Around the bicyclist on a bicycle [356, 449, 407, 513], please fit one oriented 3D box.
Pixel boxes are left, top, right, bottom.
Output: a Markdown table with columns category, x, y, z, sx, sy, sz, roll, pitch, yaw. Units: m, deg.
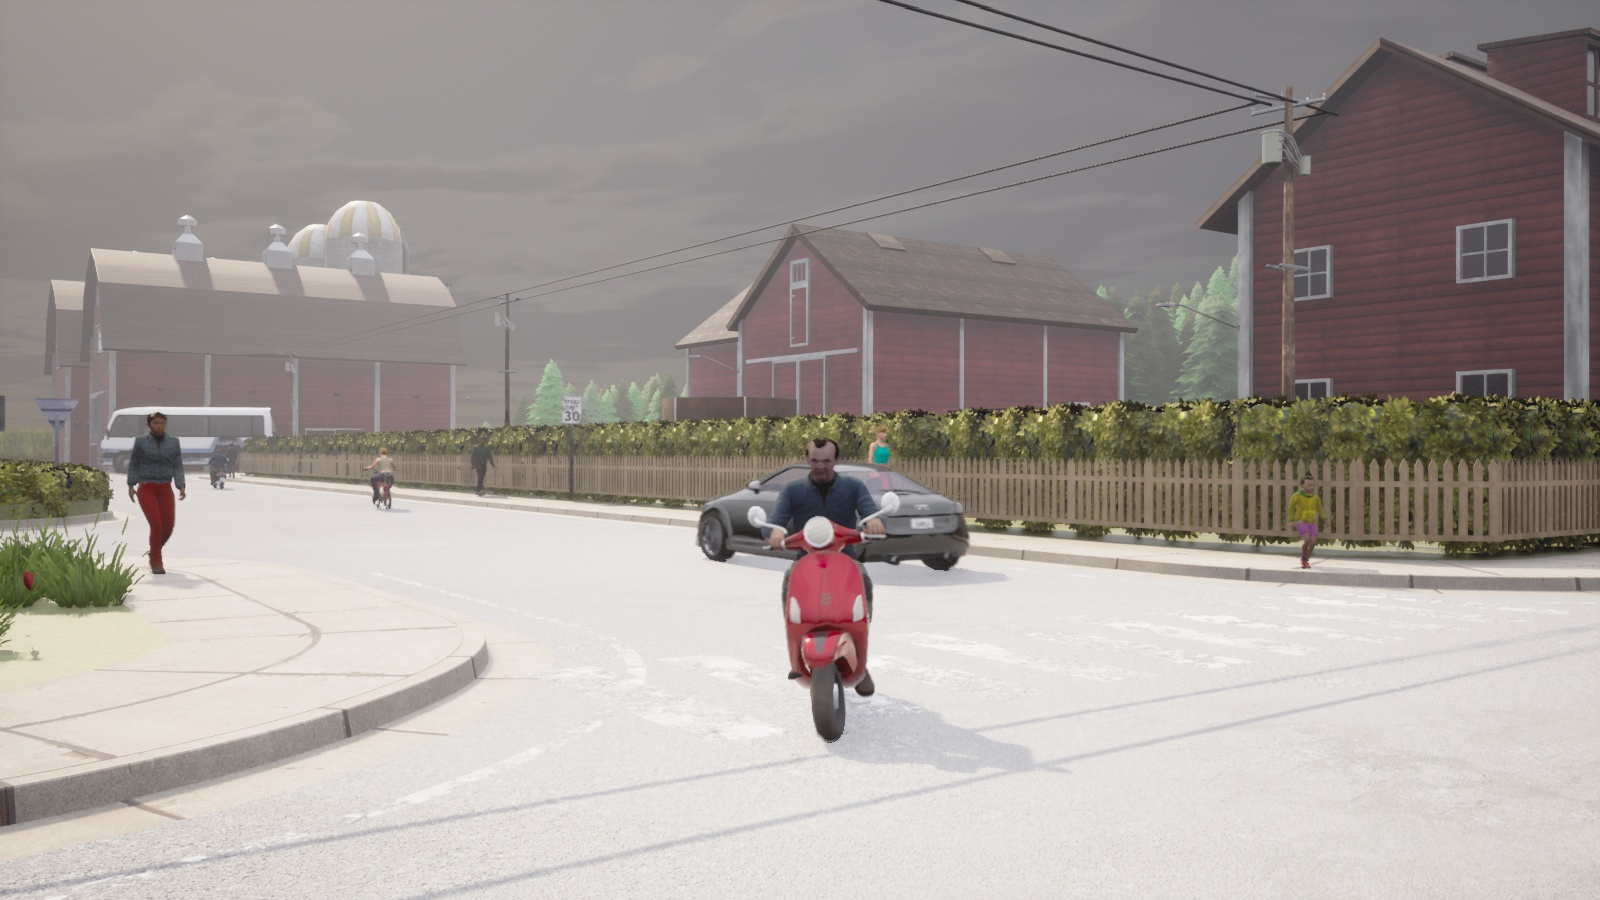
| category | x | y | z | sx | sy | sz | roll | pitch | yaw |
| --- | --- | --- | --- | --- | --- | --- | --- | --- | --- |
| bicyclist on a bicycle | -10.875 | 0.784 | 32.610 | 0.866 | 1.612 | 1.509 | 0 | 0 | -35 |

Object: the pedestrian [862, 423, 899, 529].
| category | x | y | z | sx | sy | sz | roll | pitch | yaw |
| --- | --- | --- | --- | --- | --- | --- | --- | --- | --- |
| pedestrian | 1.422 | 0.451 | 22.128 | 0.345 | 1.836 | 0.594 | 0 | 0 | -37 |

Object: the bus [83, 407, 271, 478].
| category | x | y | z | sx | sy | sz | roll | pitch | yaw |
| --- | --- | --- | --- | --- | --- | --- | --- | --- | --- |
| bus | -39.586 | -0.438 | 80.314 | 10.273 | 4.253 | 3.944 | 0 | -2 | -18 |

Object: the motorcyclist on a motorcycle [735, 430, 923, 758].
| category | x | y | z | sx | sy | sz | roll | pitch | yaw |
| --- | --- | --- | --- | --- | --- | --- | --- | --- | --- |
| motorcyclist on a motorcycle | 0.178 | 0.715 | 7.114 | 0.866 | 1.590 | 1.817 | -2 | 0 | 2 |

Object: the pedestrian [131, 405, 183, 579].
| category | x | y | z | sx | sy | sz | roll | pitch | yaw |
| --- | --- | --- | --- | --- | --- | --- | --- | --- | --- |
| pedestrian | -7.030 | 0.449 | 13.727 | 0.353 | 1.847 | 0.614 | 0 | 0 | -42 |

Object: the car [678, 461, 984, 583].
| category | x | y | z | sx | sy | sz | roll | pitch | yaw |
| --- | --- | --- | --- | --- | --- | --- | --- | --- | --- |
| car | 0.277 | 0.849 | 16.789 | 1.994 | 1.385 | 4.181 | 0 | 0 | -35 |

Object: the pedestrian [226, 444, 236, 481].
| category | x | y | z | sx | sy | sz | roll | pitch | yaw |
| --- | --- | --- | --- | --- | --- | --- | --- | --- | --- |
| pedestrian | -28.522 | 0.614 | 62.960 | 0.353 | 1.847 | 0.614 | 0 | 0 | -36 |

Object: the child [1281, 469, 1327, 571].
| category | x | y | z | sx | sy | sz | roll | pitch | yaw |
| --- | --- | --- | --- | --- | --- | --- | --- | --- | --- |
| child | 5.887 | 0.803 | 14.669 | 0.299 | 1.160 | 0.473 | 0 | 0 | -9 |

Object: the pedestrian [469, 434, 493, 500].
| category | x | y | z | sx | sy | sz | roll | pitch | yaw |
| --- | --- | --- | --- | --- | --- | --- | --- | --- | --- |
| pedestrian | -9.557 | 0.512 | 37.622 | 0.423 | 1.949 | 0.788 | 0 | 0 | -37 |

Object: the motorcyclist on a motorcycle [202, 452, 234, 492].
| category | x | y | z | sx | sy | sz | roll | pitch | yaw |
| --- | --- | --- | --- | --- | --- | --- | --- | --- | --- |
| motorcyclist on a motorcycle | -23.325 | 0.871 | 50.316 | 0.866 | 1.590 | 1.817 | 0 | 0 | -35 |
